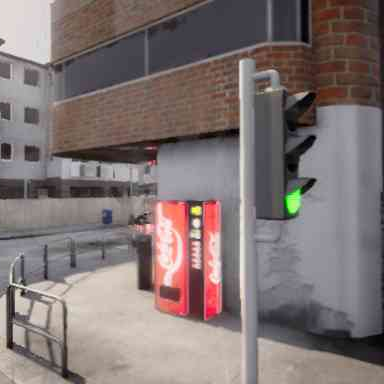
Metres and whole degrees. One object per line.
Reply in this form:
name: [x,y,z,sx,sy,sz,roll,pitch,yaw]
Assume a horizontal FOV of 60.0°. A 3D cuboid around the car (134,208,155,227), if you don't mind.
car: [-2.189,1.736,23.886,1.994,1.385,4.181,-1,0,36]
